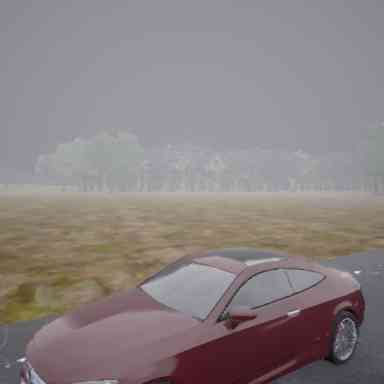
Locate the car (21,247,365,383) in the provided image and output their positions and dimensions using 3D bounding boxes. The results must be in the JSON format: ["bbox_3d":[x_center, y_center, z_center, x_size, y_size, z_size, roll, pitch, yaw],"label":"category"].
[{"bbox_3d":[0.422,1.526,4.293,4.674,1.442,1.812,0,0,-35],"label":"car"}]
